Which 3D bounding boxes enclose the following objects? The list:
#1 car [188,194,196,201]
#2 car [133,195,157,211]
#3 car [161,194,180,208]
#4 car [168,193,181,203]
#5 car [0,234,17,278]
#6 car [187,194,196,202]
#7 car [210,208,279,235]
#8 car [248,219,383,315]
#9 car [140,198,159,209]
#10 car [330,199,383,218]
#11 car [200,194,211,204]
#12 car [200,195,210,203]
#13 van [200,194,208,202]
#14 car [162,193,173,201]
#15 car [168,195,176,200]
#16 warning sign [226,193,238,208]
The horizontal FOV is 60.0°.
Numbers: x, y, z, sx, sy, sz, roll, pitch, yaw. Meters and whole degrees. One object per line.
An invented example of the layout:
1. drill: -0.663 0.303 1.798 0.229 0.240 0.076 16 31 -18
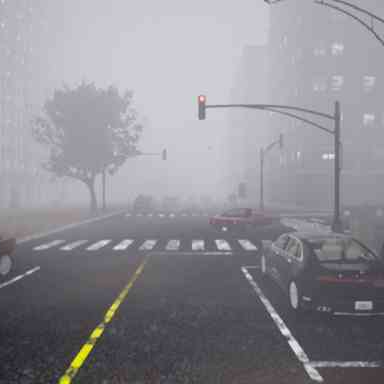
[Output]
1. car: -0.048 1.266 79.513 1.812 1.442 4.674 0 0 0
2. car: -5.716 1.245 39.765 2.192 1.841 5.009 0 0 0
3. car: -3.122 1.447 46.960 1.812 1.442 4.674 0 0 0
4. car: -3.093 1.380 62.677 1.882 1.535 5.008 0 0 0
5. car: -5.696 1.528 7.378 1.887 1.381 4.507 0 0 0
6. car: -0.043 1.495 69.536 1.895 1.301 4.718 0 0 0
7. car: 3.119 1.559 18.596 1.895 1.301 4.718 -1 0 40
8. car: 2.685 1.534 7.383 2.008 1.369 4.403 0 0 0
9. car: -5.719 1.489 45.289 1.947 1.339 4.313 0 0 0
10. car: 13.409 1.289 26.795 4.403 1.369 2.008 -1 1 -1
11. car: 2.652 1.470 61.862 1.947 1.339 4.313 0 0 0
12. car: 2.648 1.424 67.555 1.752 1.417 4.829 0 0 0
13. van: 2.644 1.236 72.908 1.690 1.788 3.998 0 0 0
14. car: -5.740 1.207 78.425 2.192 1.841 5.009 0 0 0
15. car: -5.750 1.438 94.995 2.008 1.369 4.403 0 0 0
16. warning sign: 5.044 1.043 41.897 1.300 1.860 1.060 0 0 0
